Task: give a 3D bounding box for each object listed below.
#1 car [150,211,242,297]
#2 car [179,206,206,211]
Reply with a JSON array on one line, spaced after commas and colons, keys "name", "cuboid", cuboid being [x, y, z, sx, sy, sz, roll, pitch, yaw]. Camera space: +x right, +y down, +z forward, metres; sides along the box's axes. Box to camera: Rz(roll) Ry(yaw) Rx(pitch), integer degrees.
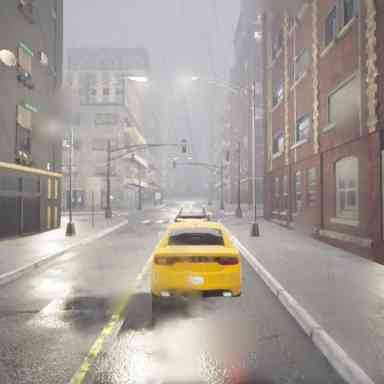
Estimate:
[{"name": "car", "cuboid": [0.089, 1.484, 8.627, 1.882, 1.535, 5.008, 0, 0, 0]}, {"name": "car", "cuboid": [0.066, 1.509, 17.910, 2.128, 1.511, 4.902, 0, 0, 1]}]
